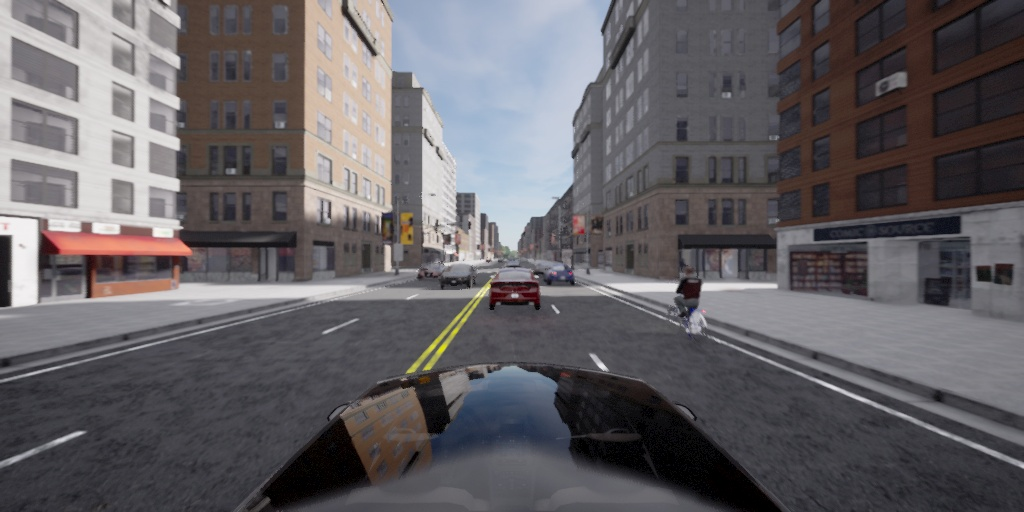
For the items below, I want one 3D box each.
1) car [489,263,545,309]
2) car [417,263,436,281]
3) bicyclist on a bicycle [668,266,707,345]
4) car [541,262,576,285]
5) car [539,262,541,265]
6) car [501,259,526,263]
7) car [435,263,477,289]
[{"bbox_3d":[0.103,1.225,14.931,1.882,1.535,5.008,0,0,0],"label":"car"},{"bbox_3d":[-6.576,1.309,30.247,1.994,1.385,4.181,0,0,0],"label":"car"},{"bbox_3d":[4.143,1.120,8.581,0.659,1.776,1.843,0,0,0],"label":"bicyclist on a bicycle"},{"bbox_3d":[3.347,1.273,25.875,1.812,1.442,4.674,0,0,0],"label":"car"},{"bbox_3d":[3.257,1.312,36.139,1.994,1.385,4.181,0,0,0],"label":"car"},{"bbox_3d":[0.106,1.251,33.871,1.837,1.490,4.892,0,0,0],"label":"car"},{"bbox_3d":[-3.343,1.223,23.130,1.882,1.535,5.008,0,0,0],"label":"car"}]
